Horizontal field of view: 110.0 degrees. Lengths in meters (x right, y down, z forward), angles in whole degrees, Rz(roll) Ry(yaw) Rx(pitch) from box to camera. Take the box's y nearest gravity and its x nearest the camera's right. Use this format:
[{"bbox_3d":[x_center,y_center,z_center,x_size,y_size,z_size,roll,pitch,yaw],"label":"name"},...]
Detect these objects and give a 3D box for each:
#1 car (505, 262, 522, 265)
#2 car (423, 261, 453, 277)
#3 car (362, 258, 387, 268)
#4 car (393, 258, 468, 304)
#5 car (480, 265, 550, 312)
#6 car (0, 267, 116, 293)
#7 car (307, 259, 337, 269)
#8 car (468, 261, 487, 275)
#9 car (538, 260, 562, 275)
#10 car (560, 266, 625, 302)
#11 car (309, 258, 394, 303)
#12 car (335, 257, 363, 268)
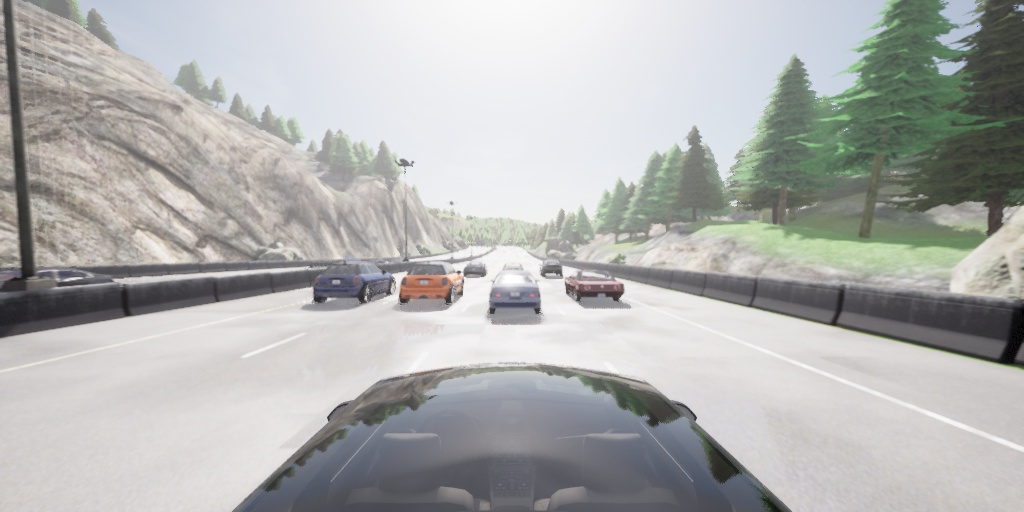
[{"bbox_3d":[0.097,1.217,32.294,1.895,1.301,4.718,0,0,0],"label":"car"},{"bbox_3d":[-6.905,1.173,34.018,1.994,1.385,4.181,0,0,0],"label":"car"},{"bbox_3d":[-21.055,1.022,55.027,1.837,1.490,4.892,0,1,1],"label":"car"},{"bbox_3d":[-3.403,1.039,16.007,2.097,1.767,4.553,0,0,0],"label":"car"},{"bbox_3d":[0.098,1.245,13.785,2.033,1.411,5.357,0,0,0],"label":"car"},{"bbox_3d":[-17.601,1.194,13.015,2.128,1.511,4.902,0,0,0],"label":"car"},{"bbox_3d":[-28.050,1.129,53.156,1.895,1.301,4.718,0,0,1],"label":"car"},{"bbox_3d":[-3.405,1.173,34.008,1.994,1.385,4.181,0,0,0],"label":"car"},{"bbox_3d":[3.596,1.115,33.484,1.837,1.490,4.892,0,0,0],"label":"car"},{"bbox_3d":[3.599,1.285,16.599,1.895,1.301,4.718,0,0,0],"label":"car"},{"bbox_3d":[-6.903,1.038,16.219,2.097,1.767,4.553,0,0,0],"label":"car"},{"bbox_3d":[-24.554,1.001,54.084,1.882,1.535,5.008,0,0,1],"label":"car"}]
